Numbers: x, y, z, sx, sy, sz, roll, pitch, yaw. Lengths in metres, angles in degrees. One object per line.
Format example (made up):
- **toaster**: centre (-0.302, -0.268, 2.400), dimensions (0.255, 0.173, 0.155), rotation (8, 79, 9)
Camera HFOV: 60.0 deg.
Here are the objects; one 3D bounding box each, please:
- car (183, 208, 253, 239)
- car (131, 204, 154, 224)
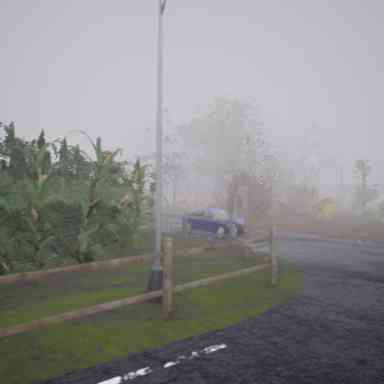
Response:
- **car**: centre (1.384, 1.735, 19.471), dimensions (1.882, 1.535, 5.008), rotation (0, -1, -35)
- **car**: centre (-4.875, 1.696, 28.541), dimensions (2.097, 1.767, 4.553), rotation (0, -1, -35)
